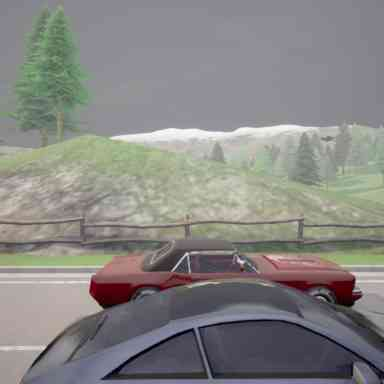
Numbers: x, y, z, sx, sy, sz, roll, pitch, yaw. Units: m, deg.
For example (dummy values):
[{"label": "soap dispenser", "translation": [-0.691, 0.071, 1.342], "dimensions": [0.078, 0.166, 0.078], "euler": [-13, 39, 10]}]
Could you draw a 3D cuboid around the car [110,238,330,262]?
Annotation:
[{"label": "car", "translation": [0.612, 1.600, 6.471], "dimensions": [4.718, 1.301, 1.895], "euler": [0, 0, -1]}]

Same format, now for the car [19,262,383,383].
[{"label": "car", "translation": [0.698, 1.564, 2.973], "dimensions": [4.181, 1.385, 1.994], "euler": [0, 0, 0]}]
